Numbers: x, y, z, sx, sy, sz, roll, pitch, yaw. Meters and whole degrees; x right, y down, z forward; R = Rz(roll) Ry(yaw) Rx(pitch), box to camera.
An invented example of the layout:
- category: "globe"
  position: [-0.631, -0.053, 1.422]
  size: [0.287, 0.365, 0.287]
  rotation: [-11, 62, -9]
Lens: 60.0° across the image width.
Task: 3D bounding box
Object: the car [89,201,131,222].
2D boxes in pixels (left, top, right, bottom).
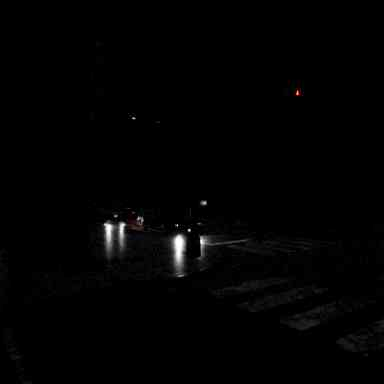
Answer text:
- category: "car"
  position: [-7.291, 1.603, 27.593]
  size: [2.128, 1.511, 4.902]
  rotation: [0, 0, -36]

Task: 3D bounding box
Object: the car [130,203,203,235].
- category: "car"
  position: [-1.519, 1.615, 19.577]
  size: [2.033, 1.411, 5.357]
  rotation: [0, 0, -32]

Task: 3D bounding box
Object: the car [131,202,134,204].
- category: "car"
  position: [-6.640, 1.627, 31.738]
  size: [1.837, 1.490, 4.892]
  rotation: [0, 0, -36]
